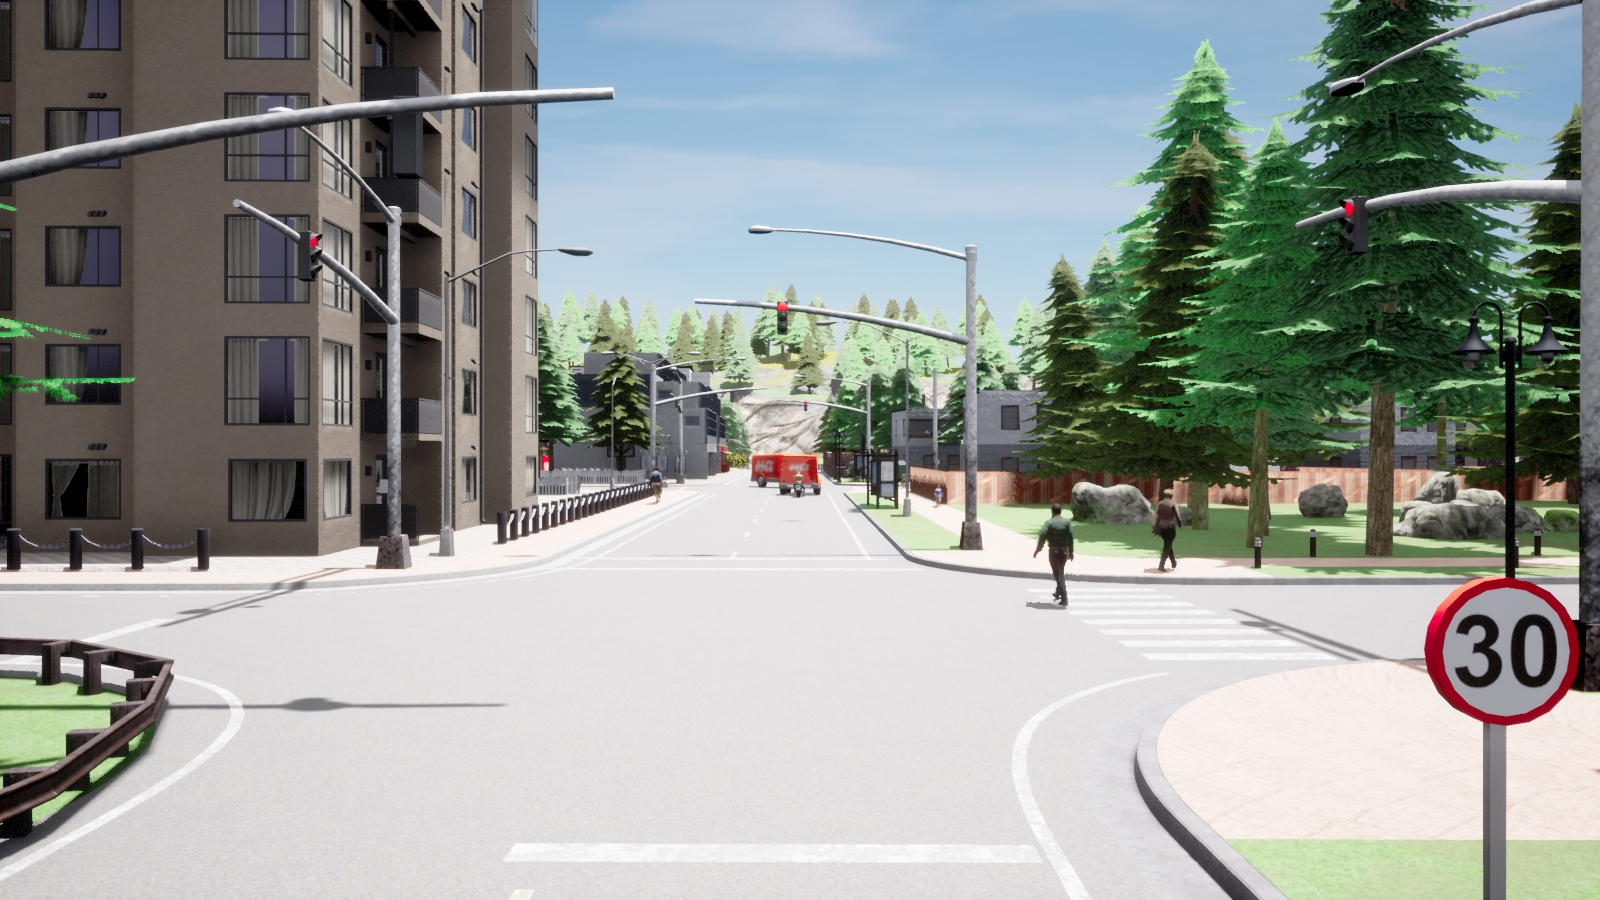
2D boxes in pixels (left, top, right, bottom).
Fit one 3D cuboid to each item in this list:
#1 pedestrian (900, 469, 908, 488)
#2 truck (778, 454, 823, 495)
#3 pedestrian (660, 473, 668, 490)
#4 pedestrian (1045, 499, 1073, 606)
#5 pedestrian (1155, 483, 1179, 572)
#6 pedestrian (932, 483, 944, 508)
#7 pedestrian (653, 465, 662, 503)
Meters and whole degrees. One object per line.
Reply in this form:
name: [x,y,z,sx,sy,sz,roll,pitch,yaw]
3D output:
pedestrian: [6.964,1.895,76.171,0.375,1.300,0.375,0,0,-39]
truck: [0.071,1.506,71.518,2.627,2.467,5.204,0,0,3]
pedestrian: [-8.875,2.025,74.467,0.500,1.100,0.500,0,0,-7]
pedestrian: [4.596,1.810,20.280,0.375,1.860,0.375,0,0,-5]
pedestrian: [7.854,1.648,24.469,0.375,1.860,0.375,0,0,41]
pedestrian: [6.213,2.027,51.402,0.500,1.100,0.500,0,0,-1]
pedestrian: [-6.896,1.644,55.214,0.375,1.860,0.375,0,0,1]
